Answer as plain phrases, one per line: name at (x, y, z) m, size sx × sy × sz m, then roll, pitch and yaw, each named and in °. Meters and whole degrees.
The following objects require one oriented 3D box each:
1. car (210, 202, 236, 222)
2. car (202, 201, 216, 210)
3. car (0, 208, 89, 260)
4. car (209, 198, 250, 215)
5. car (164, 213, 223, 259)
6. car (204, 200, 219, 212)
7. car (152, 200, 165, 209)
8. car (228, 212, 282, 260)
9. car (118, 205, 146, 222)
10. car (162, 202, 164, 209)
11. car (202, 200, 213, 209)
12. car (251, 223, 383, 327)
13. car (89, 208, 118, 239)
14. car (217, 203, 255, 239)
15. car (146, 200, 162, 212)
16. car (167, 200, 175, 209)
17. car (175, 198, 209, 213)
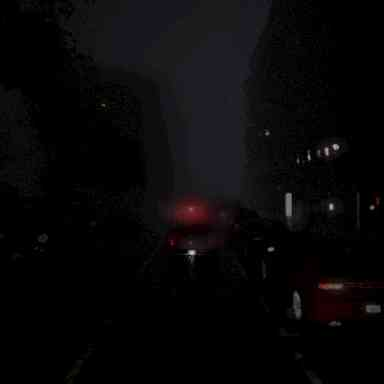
car at (2.682, 1.751, 29.684) m, size 1.967 × 1.590 × 4.097 m, roll 0°, pitch -1°, yaw 0°
car at (2.678, 2.122, 52.202) m, size 1.947 × 1.339 × 4.313 m, roll 0°, pitch -1°, yaw 0°
car at (-5.695, 1.573, 12.792) m, size 1.967 × 1.590 × 4.097 m, roll 0°, pitch -1°, yaw 0°
car at (2.682, 1.567, 24.054) m, size 2.192 × 1.841 × 5.009 m, roll 0°, pitch -1°, yaw 0°
car at (0.012, 1.739, 13.243) m, size 1.895 × 1.301 × 4.718 m, roll 0°, pitch -1°, yaw 0°
car at (2.678, 1.934, 46.573) m, size 1.967 × 1.590 × 4.097 m, roll 0°, pitch -1°, yaw 0°
car at (-5.704, 2.143, 57.660) m, size 1.752 × 1.417 × 4.829 m, roll 0°, pitch -1°, yaw 0°
car at (2.685, 1.678, 12.793) m, size 1.887 × 1.381 × 4.507 m, roll 0°, pitch -1°, yaw 0°
car at (-5.698, 1.862, 29.680) m, size 2.008 × 1.369 × 4.403 m, roll 0°, pitch -1°, yaw 0°
car at (-5.702, 2.107, 52.199) m, size 2.008 × 1.369 × 4.403 m, roll 0°, pitch -1°, yaw 0°
car at (2.676, 2.147, 58.003) m, size 1.752 × 1.417 × 4.829 m, roll 0°, pitch -1°, yaw 0°
car at (2.687, 1.620, 7.163) m, size 1.887 × 1.381 × 4.507 m, roll 0°, pitch -1°, yaw 0°
car at (-5.697, 1.633, 18.420) m, size 1.967 × 1.590 × 4.097 m, roll 0°, pitch -1°, yaw 0°
car at (2.684, 1.633, 18.423) m, size 1.967 × 1.590 × 4.097 m, roll 0°, pitch -1°, yaw 0°
car at (-5.702, 2.017, 46.400) m, size 1.752 × 1.417 × 4.829 m, roll 0°, pitch -1°, yaw 0°
car at (-3.086, 2.110, 56.615) m, size 1.837 × 1.490 × 4.892 m, roll 0°, pitch 0°, yaw 0°
car at (0.003, 1.514, 27.598) m, size 2.150 × 2.045 × 5.566 m, roll 0°, pitch 0°, yaw 0°
